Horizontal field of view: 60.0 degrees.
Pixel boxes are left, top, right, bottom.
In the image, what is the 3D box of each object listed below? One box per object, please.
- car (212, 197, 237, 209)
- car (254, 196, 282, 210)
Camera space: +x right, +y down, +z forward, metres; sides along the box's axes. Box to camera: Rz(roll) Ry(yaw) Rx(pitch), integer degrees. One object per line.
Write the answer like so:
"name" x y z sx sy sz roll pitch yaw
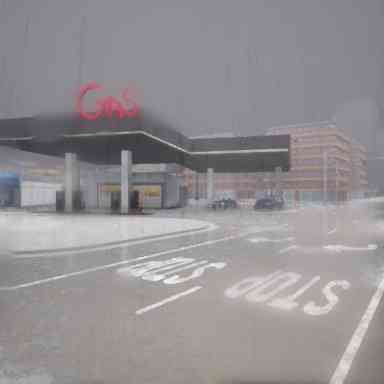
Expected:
"car" 4.247 1.454 43.359 1.970 1.475 3.806 0 0 36
"car" 9.377 1.293 40.663 2.242 1.667 4.611 0 0 36
